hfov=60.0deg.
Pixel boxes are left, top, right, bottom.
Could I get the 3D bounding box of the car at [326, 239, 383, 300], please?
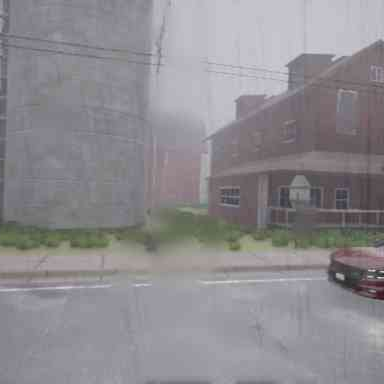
[{"bbox_3d":[5.673,1.654,7.871,5.008,1.535,1.882,2,0,-14],"label":"car"}]
